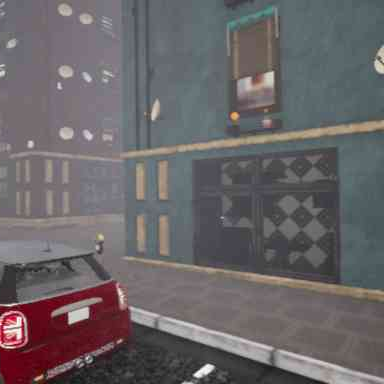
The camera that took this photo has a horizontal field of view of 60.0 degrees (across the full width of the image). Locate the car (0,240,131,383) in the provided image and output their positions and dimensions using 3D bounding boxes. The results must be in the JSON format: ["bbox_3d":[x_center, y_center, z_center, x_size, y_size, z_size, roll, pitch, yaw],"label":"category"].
[{"bbox_3d":[-2.880,1.436,4.946,4.097,1.590,1.967,0,-1,36],"label":"car"}]
